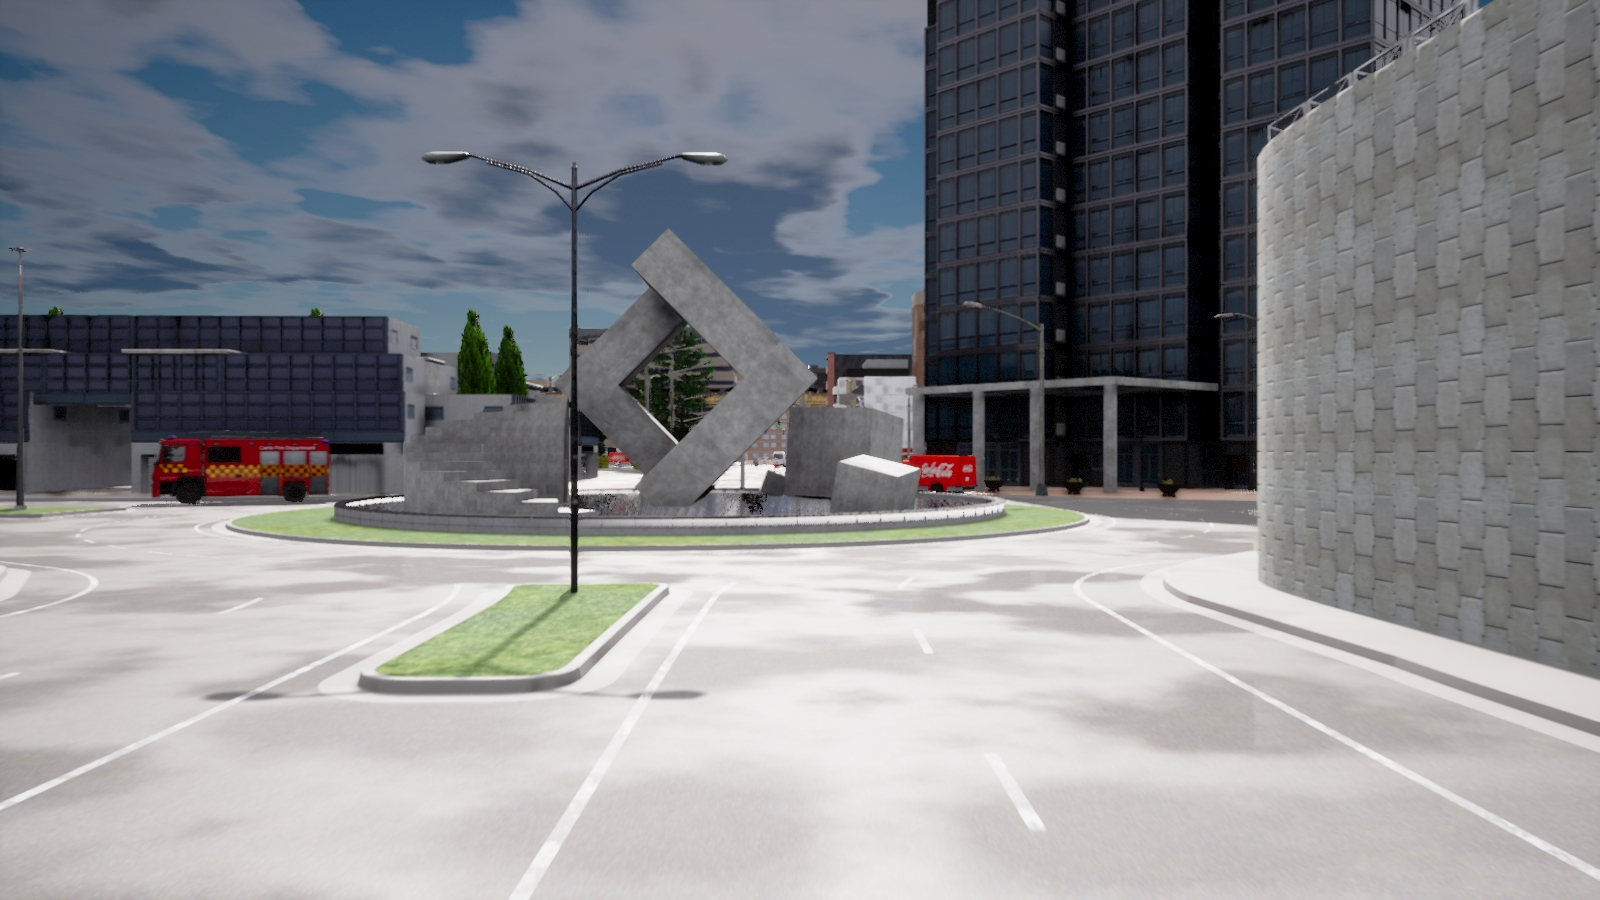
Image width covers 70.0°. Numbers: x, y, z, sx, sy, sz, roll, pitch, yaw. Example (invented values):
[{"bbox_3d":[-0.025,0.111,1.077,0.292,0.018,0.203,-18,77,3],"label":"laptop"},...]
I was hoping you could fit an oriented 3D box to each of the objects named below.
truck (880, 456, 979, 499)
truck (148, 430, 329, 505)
[{"bbox_3d":[7.656,1.568,67.713,5.204,2.467,2.627,0,0,36],"label":"truck"},{"bbox_3d":[-29.808,0.890,61.028,8.468,3.827,2.891,0,0,-24],"label":"truck"}]
